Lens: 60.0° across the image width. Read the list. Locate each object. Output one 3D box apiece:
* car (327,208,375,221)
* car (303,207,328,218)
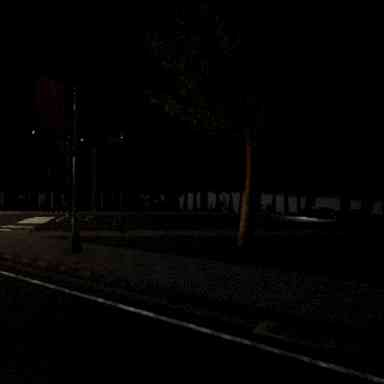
[{"bbox_3d":[19.159,2.724,39.733,4.718,1.301,1.895,1,1,-11],"label":"car"},{"bbox_3d":[16.465,2.600,42.523,4.181,1.385,1.994,1,1,-11],"label":"car"}]
